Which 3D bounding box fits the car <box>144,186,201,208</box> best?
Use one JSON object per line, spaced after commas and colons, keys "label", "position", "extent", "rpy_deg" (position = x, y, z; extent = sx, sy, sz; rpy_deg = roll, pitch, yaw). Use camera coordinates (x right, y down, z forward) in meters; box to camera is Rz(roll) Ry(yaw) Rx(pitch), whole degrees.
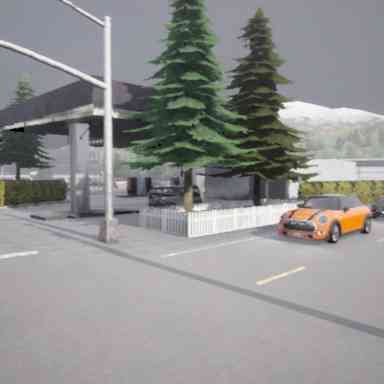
{"label": "car", "position": [-1.670, 0.365, 29.496], "extent": [4.611, 1.667, 2.242], "rpy_deg": [-2, 3, -43]}

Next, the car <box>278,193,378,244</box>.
{"label": "car", "position": [5.446, 0.894, 13.495], "extent": [4.553, 1.767, 2.097], "rpy_deg": [-2, 3, -42]}

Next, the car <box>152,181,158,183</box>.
{"label": "car", "position": [-10.356, -1.775, 77.467], "extent": [1.845, 1.501, 3.633], "rpy_deg": [-2, 3, -43]}

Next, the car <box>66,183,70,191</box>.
{"label": "car", "position": [-21.535, -0.859, 56.583], "extent": [1.970, 1.475, 3.806], "rpy_deg": [-2, 3, -43]}

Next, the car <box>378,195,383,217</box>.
{"label": "car", "position": [12.121, 0.790, 19.557], "extent": [4.892, 1.490, 1.837], "rpy_deg": [-2, 3, -42]}

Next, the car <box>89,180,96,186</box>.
{"label": "car", "position": [-27.467, -2.370, 86.318], "extent": [1.905, 1.878, 3.866], "rpy_deg": [-2, 3, -43]}

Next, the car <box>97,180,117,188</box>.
{"label": "car", "position": [-17.712, -1.510, 70.708], "extent": [2.007, 1.523, 4.514], "rpy_deg": [-2, 3, -43]}

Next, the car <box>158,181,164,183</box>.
{"label": "car", "position": [-9.037, -2.382, 93.670], "extent": [1.970, 1.475, 3.806], "rpy_deg": [-2, 3, -43]}

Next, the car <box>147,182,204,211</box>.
{"label": "car", "position": [-1.000, 0.492, 22.394], "extent": [3.866, 1.878, 1.905], "rpy_deg": [-2, 3, -43]}
